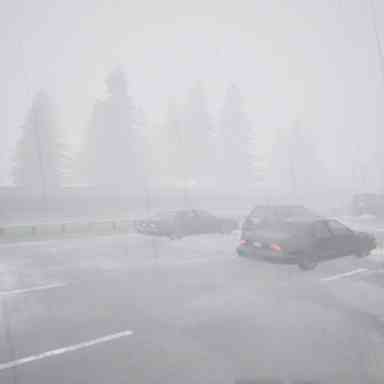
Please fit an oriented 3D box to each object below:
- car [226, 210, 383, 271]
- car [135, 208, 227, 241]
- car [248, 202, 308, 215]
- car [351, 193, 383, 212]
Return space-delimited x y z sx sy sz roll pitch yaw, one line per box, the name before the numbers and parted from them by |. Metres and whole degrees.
car | 3.887 1.519 10.822 5.357 1.411 2.033 0 0 -36
car | -0.117 1.518 16.564 5.357 1.411 2.033 0 0 -36
car | 4.502 1.314 15.561 4.553 1.767 2.097 0 0 -36
car | 15.460 1.136 27.683 5.566 2.045 2.150 0 0 -36
